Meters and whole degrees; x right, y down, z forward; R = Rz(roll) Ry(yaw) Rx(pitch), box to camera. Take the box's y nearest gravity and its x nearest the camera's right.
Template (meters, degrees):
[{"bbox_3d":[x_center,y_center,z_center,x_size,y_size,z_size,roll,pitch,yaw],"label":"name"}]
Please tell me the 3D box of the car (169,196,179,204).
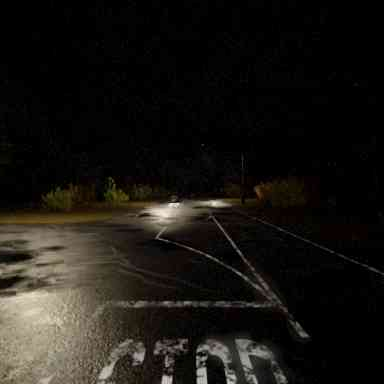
[{"bbox_3d":[-3.425,1.434,63.600,2.128,1.511,4.902,0,0,0],"label":"car"}]
